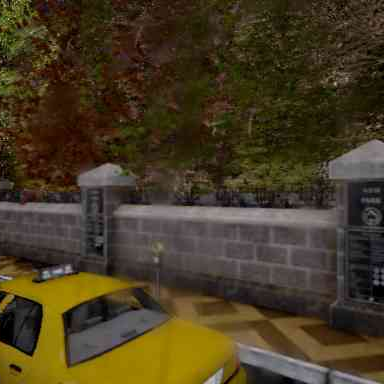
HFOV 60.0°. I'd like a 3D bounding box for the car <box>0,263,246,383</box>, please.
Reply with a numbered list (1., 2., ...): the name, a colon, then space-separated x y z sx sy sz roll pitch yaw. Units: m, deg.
1. car: -1.774 1.547 3.977 4.829 1.417 1.752 0 0 35
